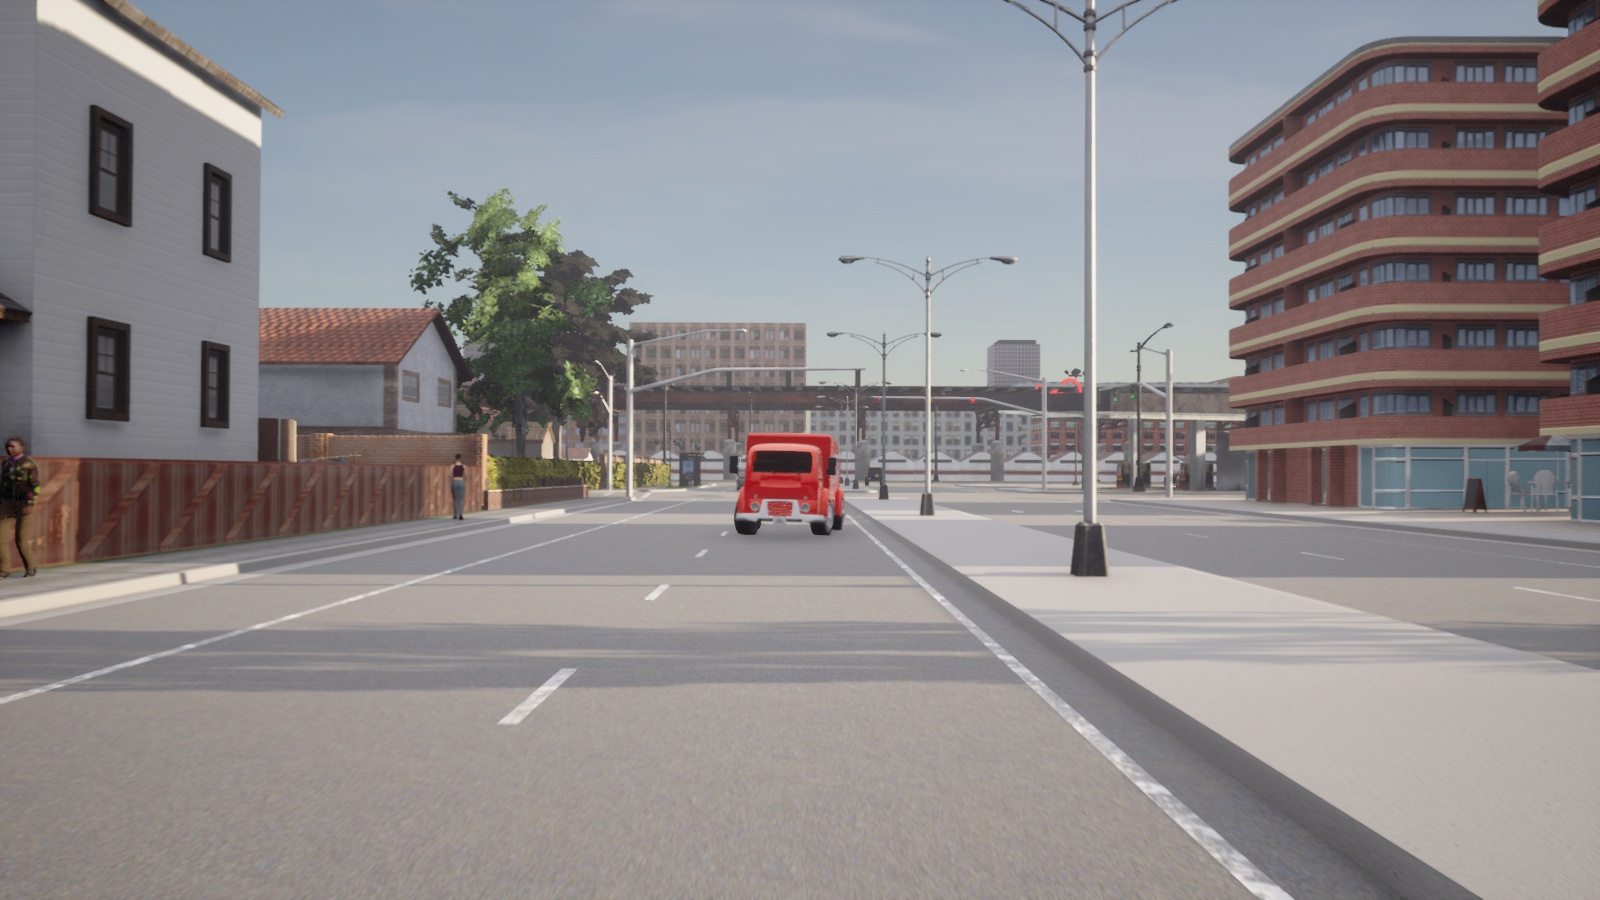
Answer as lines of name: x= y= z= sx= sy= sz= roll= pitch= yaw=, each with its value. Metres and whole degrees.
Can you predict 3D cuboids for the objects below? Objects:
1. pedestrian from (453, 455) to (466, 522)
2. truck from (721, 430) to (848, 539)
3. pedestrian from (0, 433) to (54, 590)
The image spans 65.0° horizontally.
pedestrian: x=-9.432 y=1.065 z=34.766 sx=0.345 sy=1.836 sz=0.594 roll=0 pitch=-1 yaw=-14
truck: x=-0.258 y=0.831 z=31.382 sx=2.627 sy=2.467 sz=5.204 roll=1 pitch=-1 yaw=5
pedestrian: x=-9.759 y=0.761 z=15.749 sx=0.395 sy=1.930 sz=0.692 roll=0 pitch=-1 yaw=0
